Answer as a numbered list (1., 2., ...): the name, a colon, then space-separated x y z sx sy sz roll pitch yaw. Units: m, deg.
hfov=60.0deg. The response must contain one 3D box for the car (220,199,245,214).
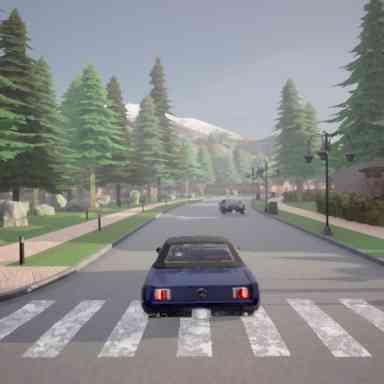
1. car: 3.554 1.277 30.211 1.895 1.301 4.718 -1 1 1

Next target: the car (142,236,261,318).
1. car: 0.144 1.623 7.385 1.895 1.301 4.718 -1 -1 0
